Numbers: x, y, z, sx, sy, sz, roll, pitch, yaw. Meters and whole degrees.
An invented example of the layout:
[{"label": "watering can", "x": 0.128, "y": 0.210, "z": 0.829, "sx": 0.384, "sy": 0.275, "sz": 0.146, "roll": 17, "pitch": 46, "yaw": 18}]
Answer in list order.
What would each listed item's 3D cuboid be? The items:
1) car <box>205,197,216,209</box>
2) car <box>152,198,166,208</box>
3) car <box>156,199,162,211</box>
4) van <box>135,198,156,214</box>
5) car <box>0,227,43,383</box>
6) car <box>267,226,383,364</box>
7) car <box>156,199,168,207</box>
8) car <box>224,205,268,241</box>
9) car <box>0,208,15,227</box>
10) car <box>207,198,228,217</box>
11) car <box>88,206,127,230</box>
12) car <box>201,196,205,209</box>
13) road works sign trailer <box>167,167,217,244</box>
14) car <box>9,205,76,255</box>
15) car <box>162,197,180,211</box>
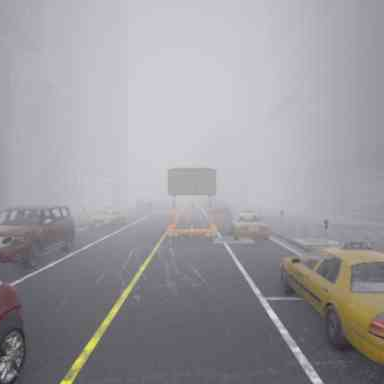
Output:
[{"label": "car", "x": 2.874, "y": 1.720, "z": 39.745, "sx": 1.967, "sy": 1.590, "sz": 4.097, "roll": 0, "pitch": 0, "yaw": 0}, {"label": "car", "x": -5.645, "y": 1.865, "z": 56.681, "sx": 1.967, "sy": 1.590, "sz": 4.097, "roll": 0, "pitch": -1, "yaw": 0}, {"label": "car", "x": -5.649, "y": 1.891, "z": 45.402, "sx": 1.947, "sy": 1.339, "sz": 4.313, "roll": 0, "pitch": 0, "yaw": 0}, {"label": "van", "x": -5.651, "y": 1.621, "z": 39.765, "sx": 1.690, "sy": 1.788, "sz": 3.998, "roll": 0, "pitch": 0, "yaw": 0}, {"label": "car", "x": -3.100, "y": 1.369, "z": 2.209, "sx": 2.097, "sy": 1.767, "sz": 4.553, "roll": 0, "pitch": 0, "yaw": 0}, {"label": "car", "x": 2.861, "y": 1.570, "z": 6.078, "sx": 1.752, "sy": 1.417, "sz": 4.829, "roll": 0, "pitch": 0, "yaw": 0}, {"label": "car", "x": -5.643, "y": 2.020, "z": 62.318, "sx": 1.887, "sy": 1.381, "sz": 4.507, "roll": 0, "pitch": -1, "yaw": 0}, {"label": "car", "x": 2.872, "y": 1.647, "z": 17.390, "sx": 1.752, "sy": 1.417, "sz": 4.829, "roll": 0, "pitch": 0, "yaw": 1}, {"label": "car", "x": -5.665, "y": 1.359, "z": 5.933, "sx": 2.192, "sy": 1.841, "sz": 5.009, "roll": 0, "pitch": 0, "yaw": 0}, {"label": "car", "x": 2.872, "y": 1.676, "z": 34.107, "sx": 1.967, "sy": 1.590, "sz": 4.097, "roll": 0, "pitch": 0, "yaw": 0}, {"label": "car", "x": -5.659, "y": 1.683, "z": 22.639, "sx": 1.752, "sy": 1.417, "sz": 4.829, "roll": 0, "pitch": 0, "yaw": 1}, {"label": "car", "x": 2.878, "y": 1.689, "z": 51.026, "sx": 2.192, "sy": 1.841, "sz": 5.009, "roll": 0, "pitch": -1, "yaw": 0}, {"label": "road works sign trailer", "x": 0.006, "y": 0.580, "z": 16.509, "sx": 2.380, "sy": 3.560, "sz": 2.880, "roll": 0, "pitch": 0, "yaw": 0}, {"label": "car", "x": -5.663, "y": 1.399, "z": 11.573, "sx": 2.192, "sy": 1.841, "sz": 5.009, "roll": 0, "pitch": 0, "yaw": 0}, {"label": "car", "x": -3.069, "y": 1.855, "z": 45.912, "sx": 1.812, "sy": 1.442, "sz": 4.674, "roll": 0, "pitch": 0, "yaw": 0}]
